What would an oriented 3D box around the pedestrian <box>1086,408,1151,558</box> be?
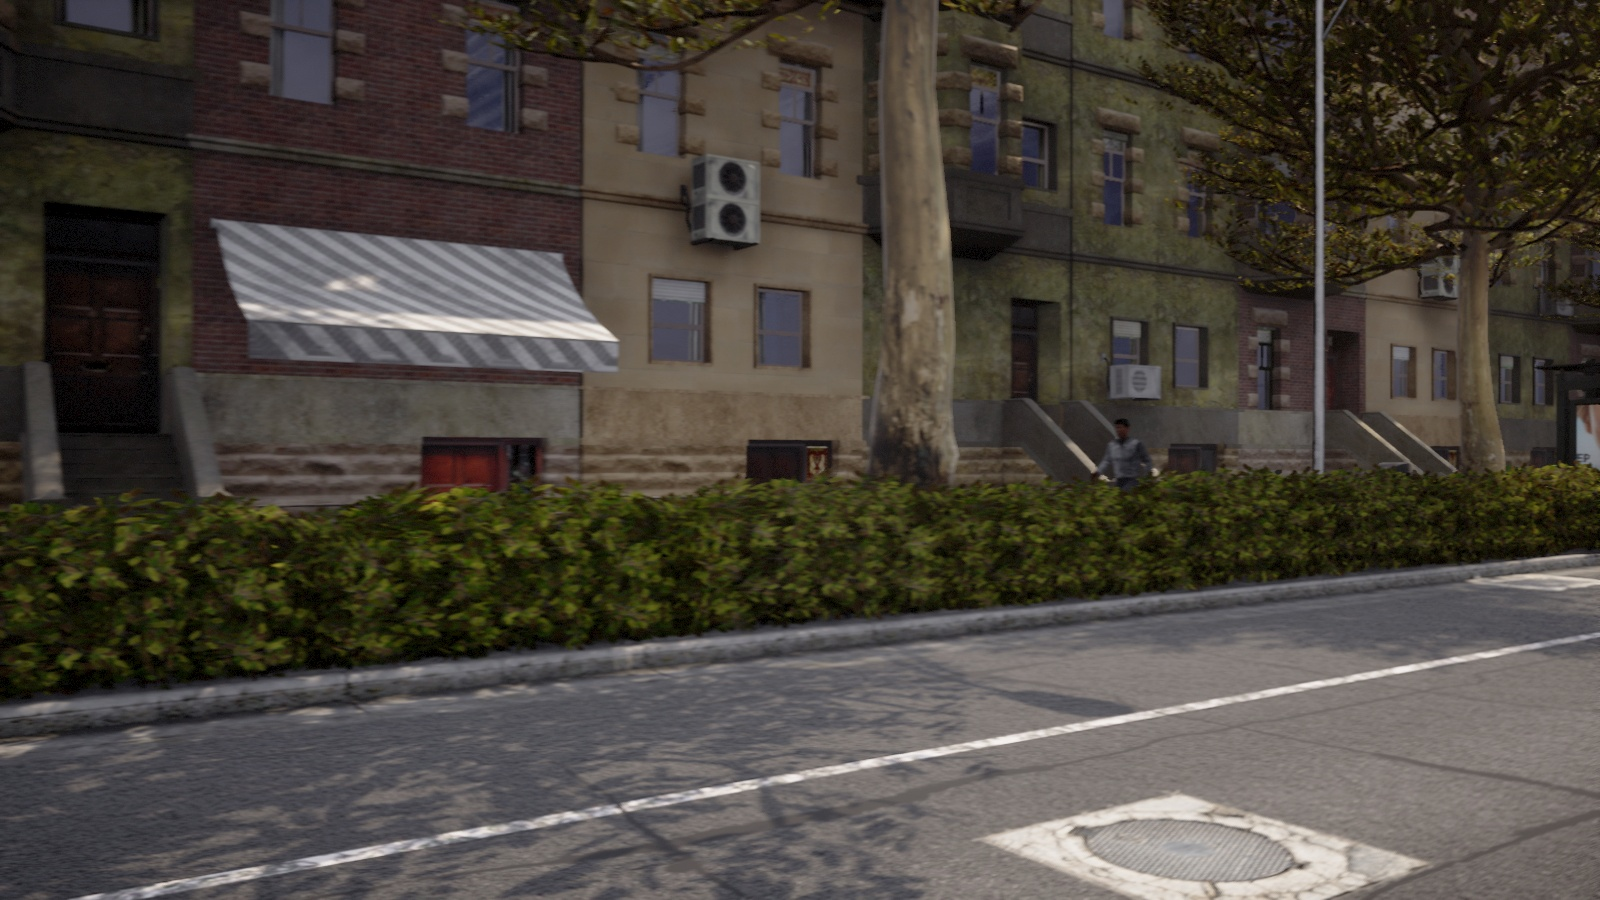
[{"bbox_3d":[4.241,0.433,16.711,0.788,1.949,0.423,0,0,-34],"label":"pedestrian"}]
